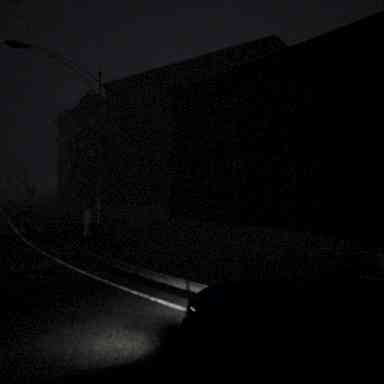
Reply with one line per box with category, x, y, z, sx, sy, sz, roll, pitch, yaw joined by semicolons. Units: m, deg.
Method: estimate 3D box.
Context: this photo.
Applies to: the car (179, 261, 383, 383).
car;1.991;1.525;3.647;4.674;1.442;1.812;0;0;38
